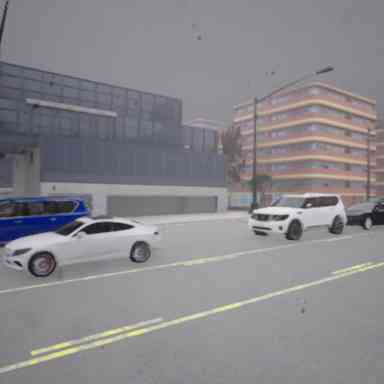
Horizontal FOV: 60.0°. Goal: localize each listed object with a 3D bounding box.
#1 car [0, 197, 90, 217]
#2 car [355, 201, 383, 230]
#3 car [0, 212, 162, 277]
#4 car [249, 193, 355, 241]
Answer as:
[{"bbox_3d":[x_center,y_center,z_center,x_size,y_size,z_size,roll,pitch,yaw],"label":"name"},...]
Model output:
[{"bbox_3d":[-6.450,1.214,12.279,5.566,2.045,2.150,0,0,-35],"label":"car"},{"bbox_3d":[10.466,1.322,19.929,5.008,1.535,1.882,0,0,-35],"label":"car"},{"bbox_3d":[-3.151,1.504,10.331,4.674,1.442,1.812,0,0,-35],"label":"car"},{"bbox_3d":[5.320,1.091,16.311,5.566,2.045,2.150,0,0,-35],"label":"car"}]
